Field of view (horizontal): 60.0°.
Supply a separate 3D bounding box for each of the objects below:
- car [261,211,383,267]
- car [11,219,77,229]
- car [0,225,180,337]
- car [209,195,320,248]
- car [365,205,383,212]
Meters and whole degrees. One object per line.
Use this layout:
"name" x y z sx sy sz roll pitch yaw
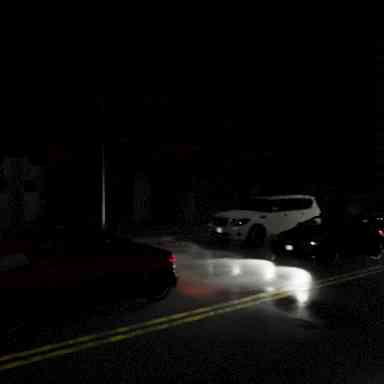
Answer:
"car" 4.638 1.517 11.286 4.181 1.385 1.994 0 0 -34
"car" -4.374 1.499 9.455 4.181 1.385 1.994 0 0 -34
"car" -2.327 1.520 6.604 4.181 1.385 1.994 0 0 -36
"car" 3.385 1.153 14.671 5.566 2.045 2.150 0 0 -34
"car" 11.676 1.493 20.191 4.181 1.385 1.994 0 0 -33
